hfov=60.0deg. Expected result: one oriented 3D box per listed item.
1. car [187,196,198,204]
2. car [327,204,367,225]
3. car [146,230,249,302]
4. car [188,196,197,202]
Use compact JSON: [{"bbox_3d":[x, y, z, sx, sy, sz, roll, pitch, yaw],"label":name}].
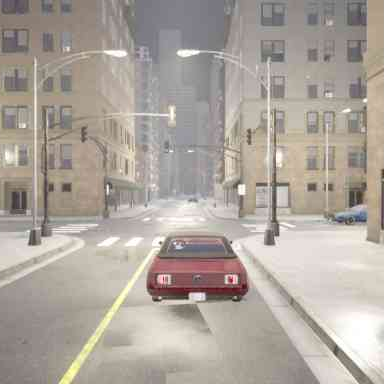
[{"bbox_3d":[0.169,1.507,65.188,1.812,1.442,4.674,0,0,0],"label":"car"},{"bbox_3d":[12.194,1.512,22.796,5.357,1.411,2.033,0,0,3],"label":"car"},{"bbox_3d":[0.092,1.601,8.217,1.895,1.301,4.718,0,0,0],"label":"car"},{"bbox_3d":[0.085,1.567,75.116,1.895,1.301,4.718,0,0,0],"label":"car"}]
